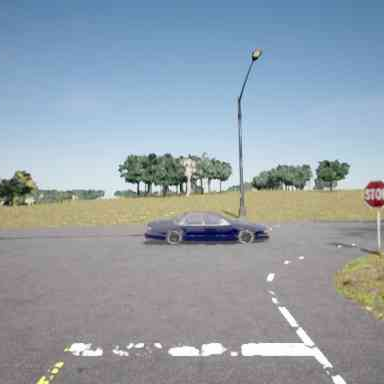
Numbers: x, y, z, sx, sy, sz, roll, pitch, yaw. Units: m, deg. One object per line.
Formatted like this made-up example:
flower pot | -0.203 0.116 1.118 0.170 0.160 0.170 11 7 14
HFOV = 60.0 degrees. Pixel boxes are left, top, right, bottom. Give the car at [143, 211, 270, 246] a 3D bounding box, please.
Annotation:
car | 0.592 1.558 14.704 5.357 1.411 2.033 0 -1 -1
